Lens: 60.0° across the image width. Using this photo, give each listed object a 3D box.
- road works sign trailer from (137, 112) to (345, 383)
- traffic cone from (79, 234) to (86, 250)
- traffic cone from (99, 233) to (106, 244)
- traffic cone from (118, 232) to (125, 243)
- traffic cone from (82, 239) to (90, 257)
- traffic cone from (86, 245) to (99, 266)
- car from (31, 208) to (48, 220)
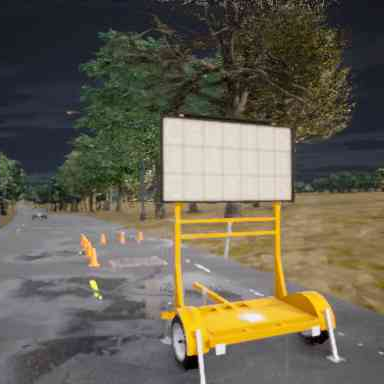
[{"bbox_3d":[0.558,0.573,5.555,2.380,3.560,2.880,0,-1,-22],"label":"road works sign trailer"},{"bbox_3d":[-4.871,2.354,15.198,0.340,0.580,0.340,0,-2,-22],"label":"traffic cone"},{"bbox_3d":[-4.679,2.420,17.425,0.340,0.580,0.340,0,-2,-22],"label":"traffic cone"},{"bbox_3d":[-3.749,2.423,17.793,0.340,0.580,0.340,0,-2,-22],"label":"traffic cone"},{"bbox_3d":[-4.134,2.292,13.339,0.340,0.580,0.340,0,-2,-22],"label":"traffic cone"},{"bbox_3d":[-3.397,2.234,11.480,0.340,0.580,0.340,0,-2,-22],"label":"traffic cone"},{"bbox_3d":[-21.087,2.981,45.899,2.128,1.511,4.902,0,-2,-26],"label":"car"}]
